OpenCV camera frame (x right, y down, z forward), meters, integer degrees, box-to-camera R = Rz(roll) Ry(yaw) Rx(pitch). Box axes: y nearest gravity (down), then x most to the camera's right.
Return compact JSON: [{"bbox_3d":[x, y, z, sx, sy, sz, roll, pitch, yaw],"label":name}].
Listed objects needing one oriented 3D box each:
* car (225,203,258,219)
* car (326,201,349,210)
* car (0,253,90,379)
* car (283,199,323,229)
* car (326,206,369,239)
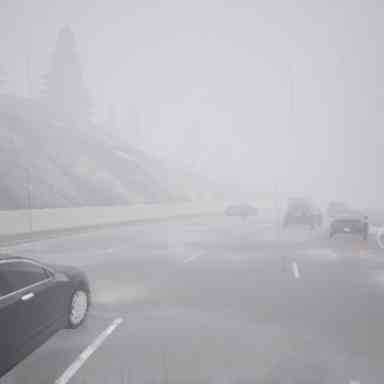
[{"bbox_3d":[5.004,1.820,32.798,2.128,1.511,4.902,0,-1,32],"label":"car"},{"bbox_3d":[17.144,1.849,38.880,2.097,1.767,4.553,0,-1,32],"label":"car"},{"bbox_3d":[-2.917,1.513,4.182,1.837,1.490,4.892,0,-1,5],"label":"car"},{"bbox_3d":[8.273,1.641,24.597,2.097,1.767,4.553,0,-1,30],"label":"car"},{"bbox_3d":[9.019,1.776,19.064,1.812,1.442,4.674,0,-1,28],"label":"car"}]
